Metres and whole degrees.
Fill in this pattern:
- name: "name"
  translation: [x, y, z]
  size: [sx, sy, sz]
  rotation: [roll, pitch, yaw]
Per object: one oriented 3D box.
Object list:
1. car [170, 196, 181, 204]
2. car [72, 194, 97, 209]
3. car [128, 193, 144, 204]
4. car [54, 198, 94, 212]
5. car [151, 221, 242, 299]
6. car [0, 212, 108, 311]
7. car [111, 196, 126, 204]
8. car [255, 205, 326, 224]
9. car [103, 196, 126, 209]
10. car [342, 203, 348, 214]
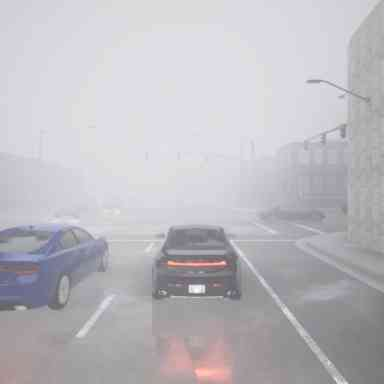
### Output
- name: "car"
  translation: [-3.211, 1.477, 65.952]
  size: [1.882, 1.535, 5.008]
  rotation: [0, 0, 0]
- name: "car"
  translation: [-13.979, 1.221, 43.057]
  size: [2.150, 2.045, 5.566]
  rotation: [0, 0, 0]
- name: "car"
  translation: [-10.380, 1.223, 62.034]
  size: [2.150, 2.045, 5.566]
  rotation: [0, 0, 1]
- name: "car"
  translation: [-10.518, 1.525, 29.518]
  size: [1.812, 1.442, 4.674]
  rotation: [0, 0, 0]
- name: "car"
  translation: [0.103, 1.505, 8.431]
  size: [1.837, 1.490, 4.892]
  rotation: [0, 0, 0]
- name: "car"
  translation: [-3.401, 1.478, 7.885]
  size: [1.882, 1.535, 5.008]
  rotation: [0, 0, 0]
- name: "car"
  translation: [-13.865, 1.525, 63.020]
  size: [1.812, 1.442, 4.674]
  rotation: [0, 0, 1]
- name: "car"
  translation: [6.984, 1.572, 23.814]
  size: [4.718, 1.301, 1.895]
  rotation: [-1, 0, 2]
- name: "car"
  translation: [-10.470, 1.351, 44.736]
  size: [2.097, 1.767, 4.553]
  rotation: [0, 0, 0]
- name: "car"
  translation: [14.995, 1.015, 27.476]
  size: [5.008, 1.535, 1.882]
  rotation: [-5, 0, 0]
